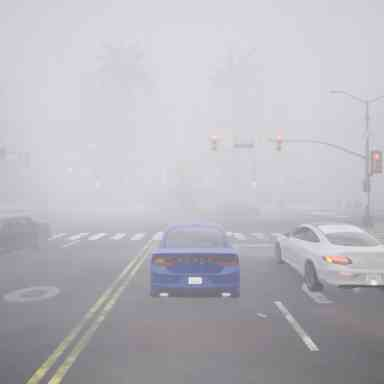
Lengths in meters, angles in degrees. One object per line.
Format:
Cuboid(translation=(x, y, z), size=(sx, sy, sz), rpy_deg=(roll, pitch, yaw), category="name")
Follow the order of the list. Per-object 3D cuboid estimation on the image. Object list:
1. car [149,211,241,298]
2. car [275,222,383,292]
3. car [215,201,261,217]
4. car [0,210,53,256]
Cuboid(translation=(0.071, 1.478, 8.589), size=(1.882, 1.535, 5.008), rpy_deg=(0, 0, 0), category="car")
Cuboid(translation=(3.572, 1.526, 8.837), size=(1.812, 1.442, 4.674), rpy_deg=(0, 0, 0), category="car")
Cuboid(translation=(4.121, 1.564, 30.373), size=(4.181, 1.385, 1.994), rpy_deg=(0, 0, 0), category="car")
Cuboid(translation=(-6.898, 1.547, 11.769), size=(2.033, 1.411, 5.357), rpy_deg=(0, 0, 3), category="car")
